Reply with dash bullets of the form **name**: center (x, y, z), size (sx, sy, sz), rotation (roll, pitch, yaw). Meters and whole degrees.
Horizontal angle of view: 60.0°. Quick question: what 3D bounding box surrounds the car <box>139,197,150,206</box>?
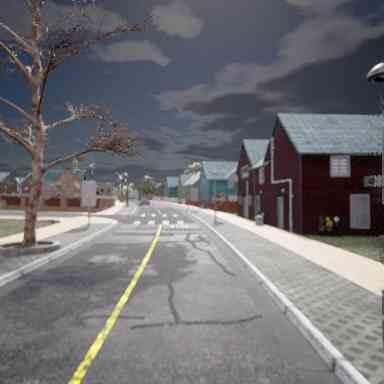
- **car**: center (-9.949, 1.910, 69.463), size (2.097, 1.767, 4.553), rotation (0, -1, -11)
